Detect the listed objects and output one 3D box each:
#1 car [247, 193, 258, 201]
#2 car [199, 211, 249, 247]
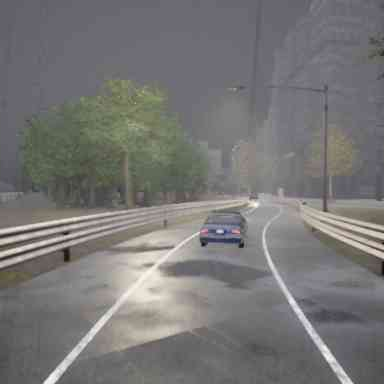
[{"bbox_3d":[15.286,1.188,84.189,2.150,2.045,5.566,0,0,-1],"label":"car"},{"bbox_3d":[1.554,1.553,15.142,2.033,1.411,5.357,0,0,11],"label":"car"}]
